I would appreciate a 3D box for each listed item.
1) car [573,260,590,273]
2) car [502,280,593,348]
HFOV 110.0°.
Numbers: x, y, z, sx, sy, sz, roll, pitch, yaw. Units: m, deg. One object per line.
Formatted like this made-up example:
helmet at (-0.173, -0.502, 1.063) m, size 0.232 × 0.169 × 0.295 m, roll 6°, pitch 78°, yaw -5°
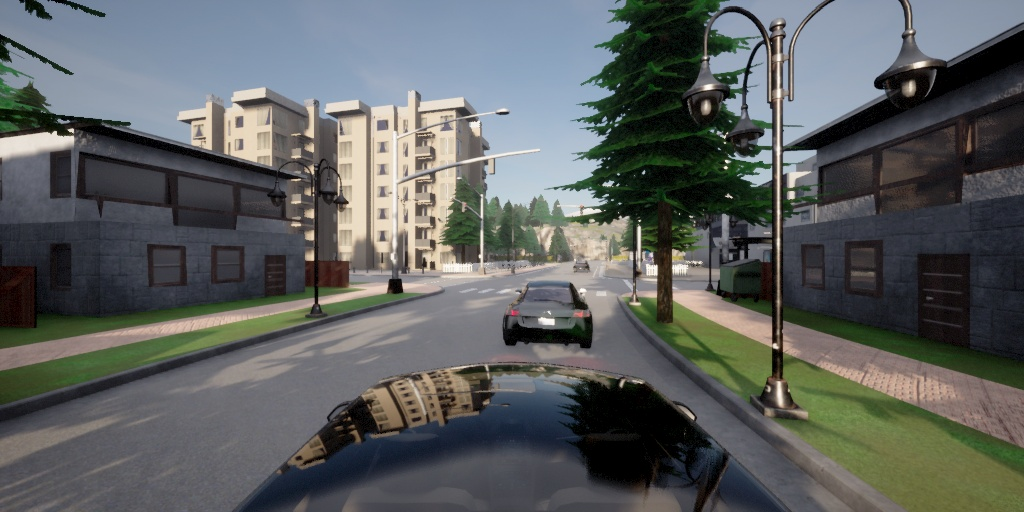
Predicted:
car at (8.733, 1.276, 44.861) m, size 2.128 × 1.511 × 4.902 m, roll 0°, pitch 0°, yaw 14°
car at (0.994, 1.314, 9.313) m, size 1.994 × 1.385 × 4.181 m, roll 0°, pitch 0°, yaw 8°
